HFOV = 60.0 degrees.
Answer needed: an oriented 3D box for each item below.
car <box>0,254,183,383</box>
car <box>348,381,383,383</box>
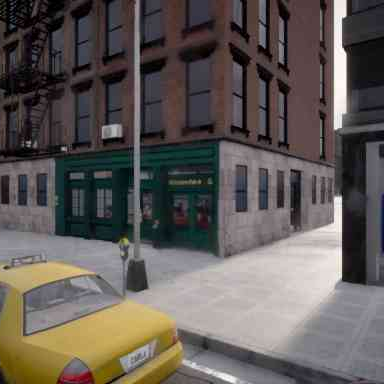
[{"bbox_3d":[-2.384,1.525,4.507,4.829,1.417,1.752,0,0,35],"label":"car"},{"bbox_3d":[2.381,1.582,1.109,4.206,1.307,1.802,0,0,35],"label":"car"}]
